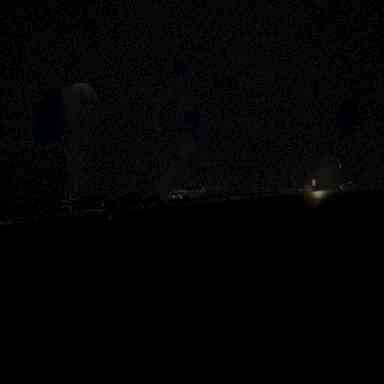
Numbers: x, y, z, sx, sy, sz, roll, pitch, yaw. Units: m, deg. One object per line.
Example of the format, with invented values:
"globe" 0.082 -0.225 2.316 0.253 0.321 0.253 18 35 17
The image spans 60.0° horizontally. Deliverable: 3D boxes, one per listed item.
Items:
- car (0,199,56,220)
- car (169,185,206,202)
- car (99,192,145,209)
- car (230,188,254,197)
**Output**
"car" -12.445 1.195 23.978 1.895 1.301 4.718 -1 1 34
"car" -0.518 0.135 40.747 2.150 2.045 5.566 -1 1 36
"car" -6.686 0.762 32.117 1.837 1.490 4.892 -1 1 36
"car" 8.015 0.016 52.544 2.033 1.411 5.357 -1 1 36
